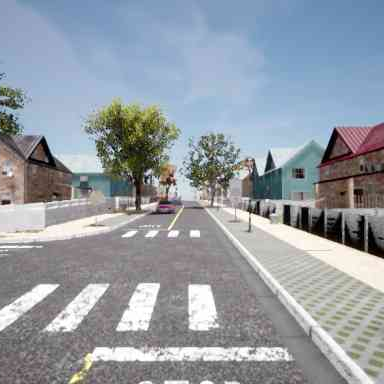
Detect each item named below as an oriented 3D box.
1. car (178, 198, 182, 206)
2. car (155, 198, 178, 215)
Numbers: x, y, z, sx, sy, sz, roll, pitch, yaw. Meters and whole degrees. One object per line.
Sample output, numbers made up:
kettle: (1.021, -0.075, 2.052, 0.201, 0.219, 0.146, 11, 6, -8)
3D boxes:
car: (-2.825, 1.813, 60.842, 1.994, 1.385, 4.181, 0, 0, 0)
car: (-2.792, 1.629, 35.306, 1.812, 1.442, 4.674, 0, 0, 0)
